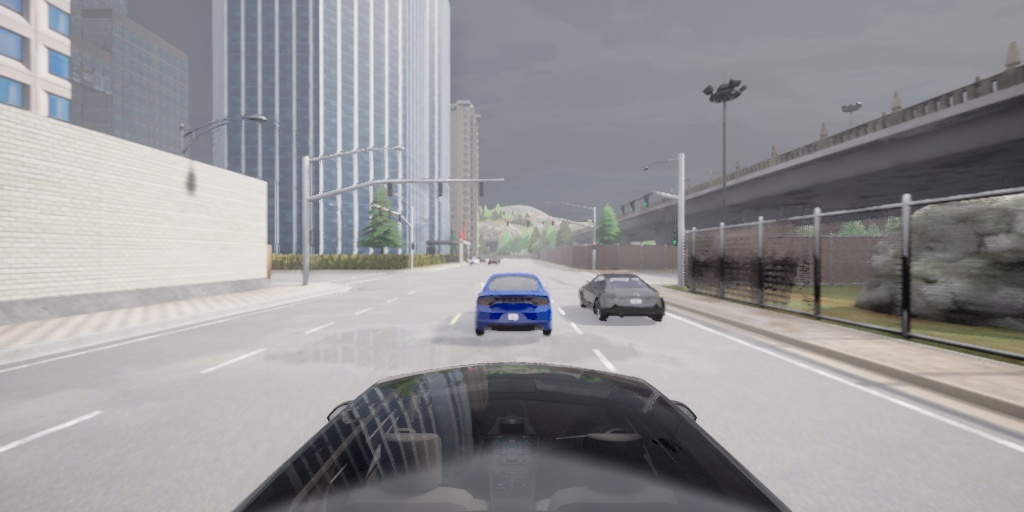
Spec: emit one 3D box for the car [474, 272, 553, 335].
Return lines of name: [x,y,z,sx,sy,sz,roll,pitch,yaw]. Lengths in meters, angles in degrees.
car: [0.052,1.189,10.392,1.882,1.535,5.008,0,0,1]

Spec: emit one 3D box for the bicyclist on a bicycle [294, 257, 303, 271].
bicyclist on a bicycle: [-25.305,0.925,42.511,0.582,1.620,1.656,0,1,0]

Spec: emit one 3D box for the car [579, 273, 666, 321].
car: [3.565,1.266,12.286,1.994,1.385,4.181,0,0,0]
